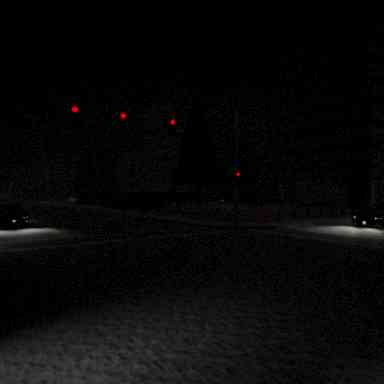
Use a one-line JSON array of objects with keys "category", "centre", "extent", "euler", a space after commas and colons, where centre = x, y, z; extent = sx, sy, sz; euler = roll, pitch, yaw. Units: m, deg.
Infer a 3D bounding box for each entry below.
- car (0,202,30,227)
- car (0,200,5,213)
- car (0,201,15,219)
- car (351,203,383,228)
[{"category": "car", "centre": [-12.153, 1.535, 22.221], "extent": [1.837, 1.490, 4.892], "euler": [0, 0, -34]}, {"category": "car", "centre": [-23.089, 1.626, 38.664], "extent": [1.994, 1.385, 4.181], "euler": [0, 0, -34]}, {"category": "car", "centre": [-17.597, 1.593, 30.391], "extent": [2.033, 1.411, 5.357], "euler": [0, 0, -34]}, {"category": "car", "centre": [12.571, 1.443, 21.509], "extent": [5.357, 1.411, 2.033], "euler": [0, 0, -34]}]
